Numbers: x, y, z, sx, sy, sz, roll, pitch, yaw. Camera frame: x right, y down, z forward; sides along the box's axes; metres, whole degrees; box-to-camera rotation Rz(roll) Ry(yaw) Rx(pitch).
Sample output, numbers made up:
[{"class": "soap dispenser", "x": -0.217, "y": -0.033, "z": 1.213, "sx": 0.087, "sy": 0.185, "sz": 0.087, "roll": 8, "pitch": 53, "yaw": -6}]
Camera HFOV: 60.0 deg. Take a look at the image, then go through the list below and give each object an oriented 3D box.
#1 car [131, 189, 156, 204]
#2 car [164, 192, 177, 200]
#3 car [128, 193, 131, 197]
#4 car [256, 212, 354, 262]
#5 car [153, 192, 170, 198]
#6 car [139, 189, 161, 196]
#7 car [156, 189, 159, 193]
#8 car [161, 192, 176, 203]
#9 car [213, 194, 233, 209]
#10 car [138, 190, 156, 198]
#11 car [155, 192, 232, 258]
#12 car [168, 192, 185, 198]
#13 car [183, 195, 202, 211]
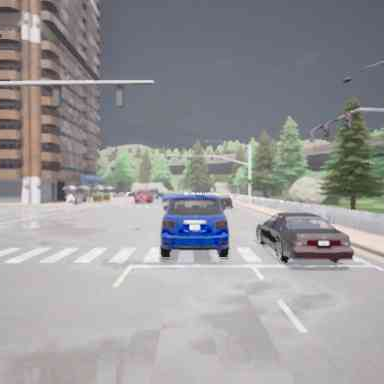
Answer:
[{"class": "car", "x": -7.124, "y": 0.648, "z": 49.300, "sx": 2.150, "sy": 2.045, "sz": 5.566, "roll": 0, "pitch": 1, "yaw": 0}, {"class": "car", "x": -4.279, "y": 0.799, "z": 66.334, "sx": 1.994, "sy": 1.385, "sz": 4.181, "roll": 0, "pitch": 1, "yaw": -13}, {"class": "car", "x": -14.648, "y": 0.519, "z": 86.738, "sx": 4.674, "sy": 1.442, "sz": 1.812, "roll": 0, "pitch": 1, "yaw": 32}, {"class": "car", "x": 3.585, "y": 1.412, "z": 11.565, "sx": 2.033, "sy": 1.411, "sz": 5.357, "roll": 0, "pitch": 1, "yaw": 0}, {"class": "car", "x": -7.343, "y": 0.628, "z": 80.299, "sx": 1.994, "sy": 1.385, "sz": 4.181, "roll": -1, "pitch": 1, "yaw": -43}, {"class": "car", "x": -11.266, "y": 0.117, "z": 88.665, "sx": 5.566, "sy": 2.045, "sz": 2.150, "roll": 0, "pitch": 1, "yaw": 32}, {"class": "car", "x": -7.819, "y": 0.730, "z": 66.203, "sx": 2.128, "sy": 1.511, "sz": 4.902, "roll": 0, "pitch": 1, "yaw": -14}, {"class": "car", "x": -3.626, "y": 0.876, "z": 52.222, "sx": 1.882, "sy": 1.535, "sz": 5.008, "roll": 0, "pitch": 1, "yaw": 0}, {"class": "car", "x": 3.560, "y": 1.028, "z": 38.909, "sx": 1.882, "sy": 1.535, "sz": 5.008, "roll": 0, "pitch": 1, "yaw": 0}, {"class": "car", "x": -10.671, "y": 0.443, "z": 78.815, "sx": 2.097, "sy": 1.767, "sz": 4.553, "roll": -1, "pitch": 1, "yaw": -39}, {"class": "car", "x": 0.086, "y": 1.079, "z": 12.235, "sx": 2.150, "sy": 2.045, "sz": 5.566, "roll": 0, "pitch": 1, "yaw": 0}, {"class": "car", "x": -3.871, "y": 0.656, "z": 81.565, "sx": 1.895, "sy": 1.301, "sz": 4.718, "roll": -1, "pitch": 1, "yaw": -39}, {"class": "car", "x": 0.059, "y": 1.127, "z": 34.967, "sx": 1.812, "sy": 1.442, "sz": 4.674, "roll": 0, "pitch": 1, "yaw": 0}]
